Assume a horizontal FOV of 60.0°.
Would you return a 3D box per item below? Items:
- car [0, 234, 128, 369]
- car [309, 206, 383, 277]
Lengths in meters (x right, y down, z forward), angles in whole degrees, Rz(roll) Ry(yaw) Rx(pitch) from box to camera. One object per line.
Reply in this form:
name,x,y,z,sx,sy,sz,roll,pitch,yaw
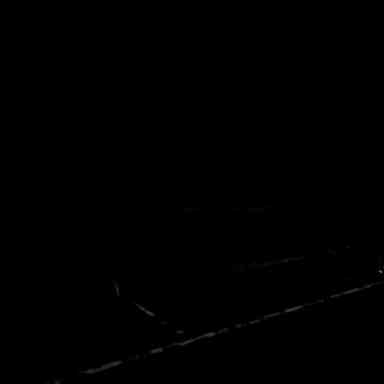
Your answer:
car,-3.035,1.440,4.391,4.097,1.590,1.967,1,0,-36
car,5.981,1.421,10.829,5.009,1.841,2.192,1,0,-36
